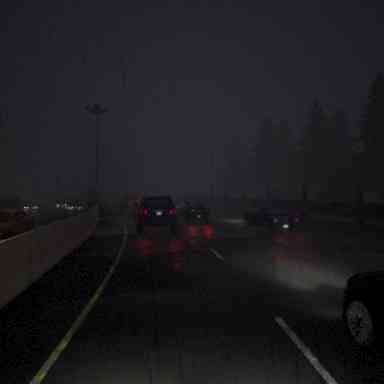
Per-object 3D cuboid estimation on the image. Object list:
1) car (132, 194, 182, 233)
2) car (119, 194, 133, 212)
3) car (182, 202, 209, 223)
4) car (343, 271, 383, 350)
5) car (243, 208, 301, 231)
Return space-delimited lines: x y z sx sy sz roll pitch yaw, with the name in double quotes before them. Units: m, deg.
"car" -2.311 1.247 20.325 2.150 2.045 5.566 0 0 -12
"car" -7.671 1.285 40.918 2.150 2.045 5.566 0 0 -15
"car" -0.062 1.517 25.952 2.128 1.511 4.902 0 0 -14
"car" 3.352 1.485 3.333 2.128 1.511 4.902 0 0 -2
"car" 4.777 1.607 20.625 1.895 1.301 4.718 0 0 -11
